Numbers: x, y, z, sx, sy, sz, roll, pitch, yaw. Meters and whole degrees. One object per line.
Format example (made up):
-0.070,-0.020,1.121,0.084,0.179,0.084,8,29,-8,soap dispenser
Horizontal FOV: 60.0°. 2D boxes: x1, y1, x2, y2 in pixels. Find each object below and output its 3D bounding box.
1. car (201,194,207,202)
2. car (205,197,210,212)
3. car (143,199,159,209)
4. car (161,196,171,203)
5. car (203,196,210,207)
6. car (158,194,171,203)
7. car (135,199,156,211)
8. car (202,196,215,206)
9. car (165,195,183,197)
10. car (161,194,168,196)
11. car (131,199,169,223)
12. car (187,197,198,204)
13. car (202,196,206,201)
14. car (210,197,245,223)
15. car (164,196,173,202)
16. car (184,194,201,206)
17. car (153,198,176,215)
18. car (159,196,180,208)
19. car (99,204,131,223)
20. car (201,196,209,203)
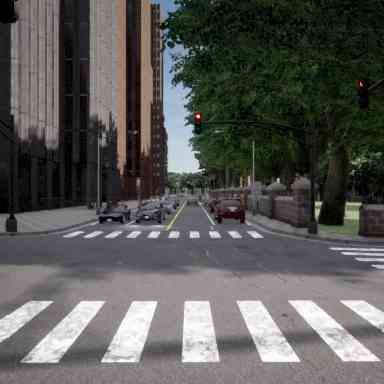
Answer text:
2.819,1.481,52.530,1.967,1.590,4.097,0,0,0,car
2.802,1.588,36.161,1.947,1.339,4.313,0,0,0,car
-5.712,1.616,47.076,1.802,1.307,4.206,0,0,0,car
-5.683,1.612,74.361,1.887,1.381,4.507,0,0,0,car
2.807,1.579,41.617,2.008,1.369,4.403,0,0,0,car
-5.689,1.374,68.904,2.192,1.841,5.009,0,0,0,car
-5.718,1.579,41.618,2.008,1.369,4.403,0,0,0,car
2.825,1.487,57.987,1.967,1.590,4.097,0,0,0,car
-2.997,1.590,54.120,2.033,1.411,5.357,0,0,0,car
-5.695,1.635,63.447,1.802,1.307,4.206,0,0,0,car
-3.079,1.516,25.520,1.837,1.490,4.892,0,0,1,car
0.070,1.620,65.786,1.994,1.385,4.181,0,0,0,car
2.813,1.585,47.074,2.008,1.369,4.403,0,0,0,car
2.790,1.326,25.248,2.192,1.841,5.009,0,0,0,car
-5.678,1.620,79.818,1.887,1.381,4.507,0,0,0,car
0.115,1.536,55.806,2.128,1.511,4.902,0,0,1,car
-3.062,1.622,34.856,1.895,1.301,4.718,0,0,0,car
-3.052,1.595,44.544,1.994,1.385,4.181,0,0,0,car
-5.735,1.576,25.248,1.947,1.339,4.313,0,0,0,car
2.842,1.593,74.526,1.752,1.417,4.829,0,0,0,car
